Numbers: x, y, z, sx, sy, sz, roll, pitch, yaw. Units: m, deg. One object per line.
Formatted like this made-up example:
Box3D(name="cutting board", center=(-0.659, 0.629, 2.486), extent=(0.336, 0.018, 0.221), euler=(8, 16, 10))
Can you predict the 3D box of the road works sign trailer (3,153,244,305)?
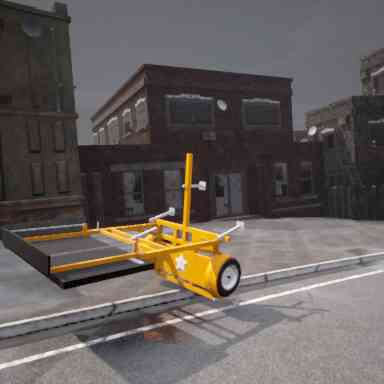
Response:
Box3D(name="road works sign trailer", center=(-1.056, 0.691, 5.840), extent=(3.560, 2.880, 2.380), euler=(-2, 7, -44))
